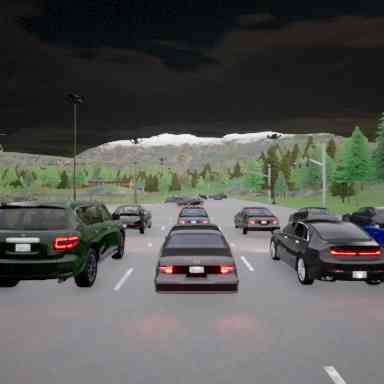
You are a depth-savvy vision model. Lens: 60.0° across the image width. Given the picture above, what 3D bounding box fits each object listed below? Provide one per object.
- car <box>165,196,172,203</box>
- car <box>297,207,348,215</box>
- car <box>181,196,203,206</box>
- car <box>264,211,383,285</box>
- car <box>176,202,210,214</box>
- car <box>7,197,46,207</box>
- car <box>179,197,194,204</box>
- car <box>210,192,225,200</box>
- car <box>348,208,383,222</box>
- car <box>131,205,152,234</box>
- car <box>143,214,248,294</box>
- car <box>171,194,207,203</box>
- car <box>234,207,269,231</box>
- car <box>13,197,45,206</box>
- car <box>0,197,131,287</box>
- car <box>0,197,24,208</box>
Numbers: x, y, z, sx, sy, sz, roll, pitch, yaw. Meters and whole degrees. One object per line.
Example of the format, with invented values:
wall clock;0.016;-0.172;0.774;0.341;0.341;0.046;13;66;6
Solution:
car;-4.127;1.490;67.206;2.128;1.511;4.902;0;0;7
car;7.065;1.564;19.389;1.994;1.385;4.181;0;0;0
car;0.001;1.524;56.638;1.812;1.442;4.674;0;0;27
car;3.568;1.505;9.480;1.837;1.490;4.892;0;0;0
car;0.072;1.547;18.998;2.033;1.411;5.357;0;0;0
car;-24.813;1.504;49.957;4.892;1.490;1.837;0;0;0
car;-1.002;1.600;63.847;1.895;1.301;4.718;0;0;12
car;6.838;1.524;89.985;2.128;1.511;4.902;0;0;0
car;7.084;1.477;10.406;1.882;1.535;5.008;0;0;0
car;-3.433;1.491;19.171;2.128;1.511;4.902;0;0;0
car;0.086;1.547;8.932;2.033;1.411;5.357;0;0;0
car;-0.206;1.490;50.159;2.128;1.511;4.902;0;0;43
car;3.565;1.547;18.976;2.033;1.411;5.357;0;0;0
car;-26.083;1.563;53.447;4.181;1.385;1.994;0;0;-1
car;-3.418;1.221;9.424;2.150;2.045;5.566;0;0;0
car;-26.391;1.491;46.442;4.902;1.511;2.128;0;0;0
